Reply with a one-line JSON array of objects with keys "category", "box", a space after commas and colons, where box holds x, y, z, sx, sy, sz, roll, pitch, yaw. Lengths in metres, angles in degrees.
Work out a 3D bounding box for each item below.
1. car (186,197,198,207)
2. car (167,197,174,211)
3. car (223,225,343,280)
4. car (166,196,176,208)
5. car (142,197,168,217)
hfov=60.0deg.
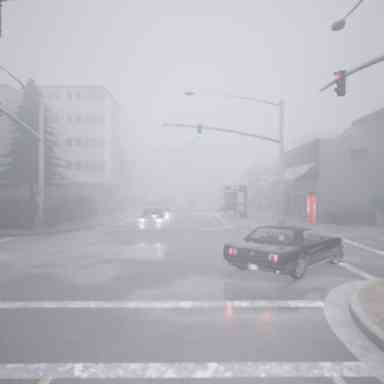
[{"category": "car", "box": [0.001, 1.587, 53.927, 2.128, 1.511, 4.902, 0, 0, 0]}, {"category": "car", "box": [-3.590, 1.674, 40.943, 1.895, 1.301, 4.718, 0, 0, 0]}, {"category": "car", "box": [3.050, 1.683, 10.286, 1.895, 1.301, 4.718, 1, 0, 41]}, {"category": "car", "box": [-3.550, 1.443, 51.112, 2.097, 1.767, 4.553, 0, 0, 1]}, {"category": "car", "box": [-3.598, 1.561, 31.678, 1.837, 1.490, 4.892, 0, 0, 0]}]
